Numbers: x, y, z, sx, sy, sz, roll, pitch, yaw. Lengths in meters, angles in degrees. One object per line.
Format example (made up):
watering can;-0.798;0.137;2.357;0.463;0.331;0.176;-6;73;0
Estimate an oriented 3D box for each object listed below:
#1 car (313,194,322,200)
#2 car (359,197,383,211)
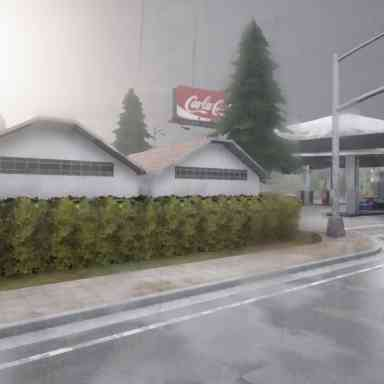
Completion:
car;32.997;1.330;89.503;2.152;1.636;5.027;0;0;-36
car;21.881;1.480;40.020;4.611;1.667;2.242;0;0;-36
